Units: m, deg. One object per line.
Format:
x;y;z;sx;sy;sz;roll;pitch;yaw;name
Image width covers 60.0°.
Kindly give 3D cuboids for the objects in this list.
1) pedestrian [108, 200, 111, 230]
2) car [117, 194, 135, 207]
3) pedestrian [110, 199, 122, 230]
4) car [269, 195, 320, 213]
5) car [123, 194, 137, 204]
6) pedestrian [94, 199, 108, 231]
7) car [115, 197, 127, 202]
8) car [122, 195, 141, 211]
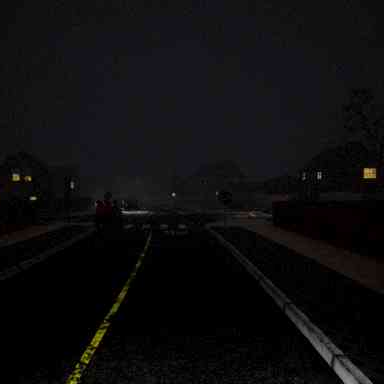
-5.094;1.308;20.464;0.375;1.860;0.375;-1;1;-6;pedestrian
-10.402;1.529;53.761;2.097;1.767;4.553;0;0;-16;car
-4.506;1.306;19.919;0.375;1.860;0.375;-1;1;-6;pedestrian
9.259;1.081;29.745;4.553;1.767;2.097;-1;1;-1;car
-13.574;1.530;72.646;2.150;2.045;5.566;0;0;-21;car
-5.259;1.306;19.242;0.375;1.860;0.375;-1;1;-6;pedestrian
-17.564;1.844;82.351;1.994;1.385;4.181;0;0;-24;car
-7.820;1.582;43.419;1.882;1.535;5.008;0;0;-13;car
